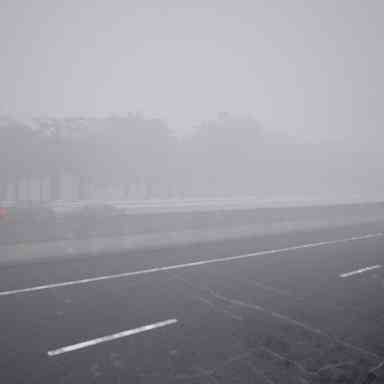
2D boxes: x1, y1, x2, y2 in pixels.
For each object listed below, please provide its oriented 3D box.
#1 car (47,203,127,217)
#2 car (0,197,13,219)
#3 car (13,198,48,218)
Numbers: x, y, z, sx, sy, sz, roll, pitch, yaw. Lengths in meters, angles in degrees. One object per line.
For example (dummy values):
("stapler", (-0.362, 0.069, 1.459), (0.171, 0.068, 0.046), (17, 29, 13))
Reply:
("car", (-7.369, 1.525, 24.400), (5.357, 1.411, 2.033), (0, 0, -35))
("car", (-12.389, 1.209, 16.648), (5.566, 2.045, 2.150), (0, 0, -36))
("car", (-12.488, 1.337, 24.240), (4.553, 1.767, 2.097), (0, 0, -38))
